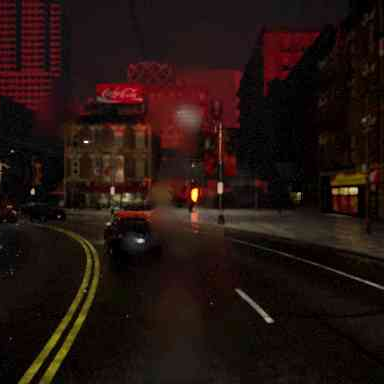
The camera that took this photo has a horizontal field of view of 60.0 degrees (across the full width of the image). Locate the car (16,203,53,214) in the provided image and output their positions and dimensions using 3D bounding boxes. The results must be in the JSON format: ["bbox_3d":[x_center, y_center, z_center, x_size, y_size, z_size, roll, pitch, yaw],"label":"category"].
[{"bbox_3d":[-19.937,2.044,41.934,4.718,1.301,1.895,0,-1,30],"label":"car"}]

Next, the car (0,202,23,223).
[{"bbox_3d":[-16.046,1.645,27.079,4.553,1.767,2.097,0,-1,41],"label":"car"}]

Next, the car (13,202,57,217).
[{"bbox_3d":[-17.248,1.883,36.530,4.902,1.511,2.128,0,-1,33],"label":"car"}]

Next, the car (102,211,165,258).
[{"bbox_3d":[-2.478,1.705,13.566,1.994,1.385,4.181,0,-1,-19],"label":"car"}]

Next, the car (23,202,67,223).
[{"bbox_3d":[-12.429,1.830,28.523,4.674,1.442,1.812,-1,-1,44],"label":"car"}]

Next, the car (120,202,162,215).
[{"bbox_3d":[-3.884,1.596,23.600,2.097,1.767,4.553,0,-1,-32],"label":"car"}]

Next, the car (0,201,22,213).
[{"bbox_3d":[-25.214,1.998,44.169,4.674,1.452,2.002,0,-1,20],"label":"car"}]
